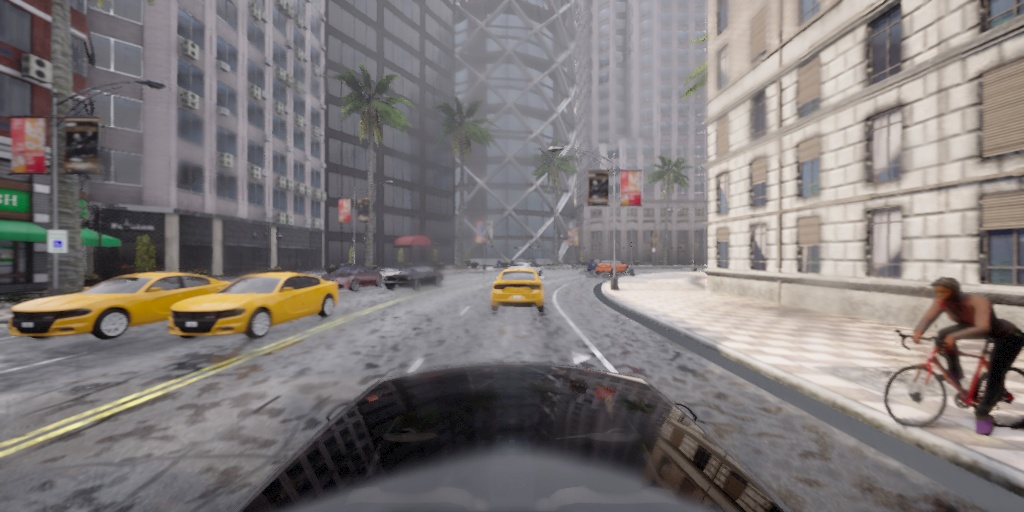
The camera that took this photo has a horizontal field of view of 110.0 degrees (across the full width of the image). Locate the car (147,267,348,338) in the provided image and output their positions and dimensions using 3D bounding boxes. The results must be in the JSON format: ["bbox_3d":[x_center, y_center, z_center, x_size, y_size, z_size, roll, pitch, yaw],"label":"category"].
[{"bbox_3d":[-6.954,1.224,10.348,1.882,1.535,5.008,0,0,1],"label":"car"}]

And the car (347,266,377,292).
[{"bbox_3d":[-9.491,1.309,21.443,1.994,1.385,4.181,0,0,11],"label":"car"}]

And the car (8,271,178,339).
[{"bbox_3d":[-10.454,1.222,10.285,1.882,1.535,5.008,0,0,2],"label":"car"}]

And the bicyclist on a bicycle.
[{"bbox_3d":[4.809,1.053,3.843,1.656,1.620,0.582,0,0,0],"label":"bicyclist on a bicycle"}]

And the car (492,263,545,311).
[{"bbox_3d":[0.308,1.229,14.508,1.882,1.535,5.008,0,0,3],"label":"car"}]

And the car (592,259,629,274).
[{"bbox_3d":[11.320,1.111,40.145,2.097,1.767,4.553,0,0,43],"label":"car"}]

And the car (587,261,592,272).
[{"bbox_3d":[11.537,1.112,45.041,4.553,1.767,2.097,0,0,-40],"label":"car"}]

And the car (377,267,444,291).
[{"bbox_3d":[-5.906,1.349,22.009,1.895,1.301,4.718,0,0,12],"label":"car"}]
